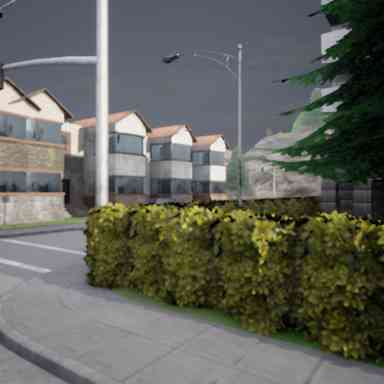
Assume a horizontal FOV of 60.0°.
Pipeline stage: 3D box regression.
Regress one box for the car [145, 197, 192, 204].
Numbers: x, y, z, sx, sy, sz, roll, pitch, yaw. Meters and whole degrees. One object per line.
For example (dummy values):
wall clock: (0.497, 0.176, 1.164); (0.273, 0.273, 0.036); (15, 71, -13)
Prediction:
car: (-1.937, 1.371, 23.884); (2.150, 2.045, 5.566); (0, 0, 35)
